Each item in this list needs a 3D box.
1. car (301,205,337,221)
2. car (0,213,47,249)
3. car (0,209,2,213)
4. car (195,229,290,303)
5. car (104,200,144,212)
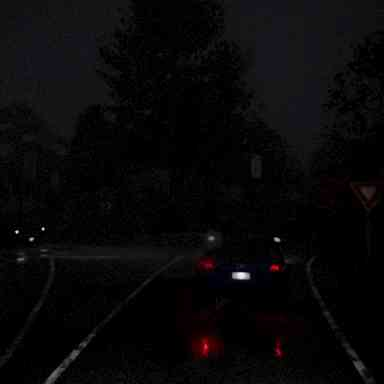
[{"bbox_3d":[12.313,2.002,32.572,1.882,1.535,5.008,1,-1,-2],"label":"car"},{"bbox_3d":[-9.215,1.812,15.619,4.718,1.301,1.895,0,-1,20],"label":"car"},{"bbox_3d":[-20.624,2.014,32.216,2.128,1.511,4.902,0,-1,5],"label":"car"},{"bbox_3d":[1.310,1.639,8.476,1.994,1.385,4.181,0,-1,10],"label":"car"},{"bbox_3d":[-9.587,1.867,47.197,5.566,2.045,2.150,1,-2,-17],"label":"car"}]
